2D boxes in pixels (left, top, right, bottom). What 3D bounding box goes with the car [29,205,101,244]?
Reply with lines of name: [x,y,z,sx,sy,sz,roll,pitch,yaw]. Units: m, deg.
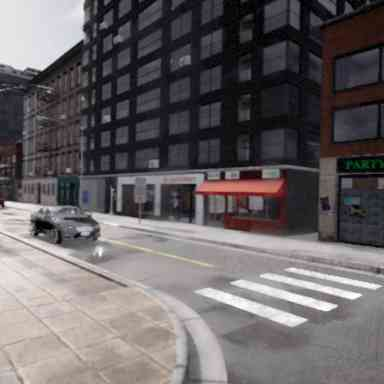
car: [-5.894,1.383,15.192,2.128,1.511,4.902,1,0,-42]

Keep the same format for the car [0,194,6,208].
car: [-23.923,0.975,39.774,2.097,1.767,4.553,1,0,-42]
